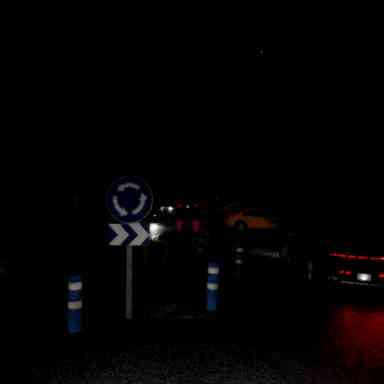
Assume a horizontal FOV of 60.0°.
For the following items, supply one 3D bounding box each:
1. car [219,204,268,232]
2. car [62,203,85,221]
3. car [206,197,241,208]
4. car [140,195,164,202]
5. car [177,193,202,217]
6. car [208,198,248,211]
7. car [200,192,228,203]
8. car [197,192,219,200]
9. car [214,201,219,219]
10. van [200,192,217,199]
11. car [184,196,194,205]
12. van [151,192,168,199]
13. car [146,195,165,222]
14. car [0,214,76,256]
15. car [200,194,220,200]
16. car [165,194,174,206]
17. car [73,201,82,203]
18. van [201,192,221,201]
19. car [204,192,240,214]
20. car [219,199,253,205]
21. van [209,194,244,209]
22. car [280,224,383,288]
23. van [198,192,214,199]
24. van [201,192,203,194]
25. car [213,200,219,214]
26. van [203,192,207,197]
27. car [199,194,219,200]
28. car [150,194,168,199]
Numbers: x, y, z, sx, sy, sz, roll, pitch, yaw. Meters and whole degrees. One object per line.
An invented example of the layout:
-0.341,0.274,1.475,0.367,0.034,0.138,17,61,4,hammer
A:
4.639,1.866,22.991,5.008,1.535,2.097,0,1,0,car
-8.481,1.861,25.560,4.792,1.488,2.163,0,1,0,car
4.523,1.528,47.920,4.792,1.488,2.163,0,1,0,car
-8.729,1.325,72.740,4.892,1.521,2.231,0,0,0,car
-0.391,1.441,34.156,2.150,2.045,5.566,0,1,0,car
4.500,1.605,42.255,4.792,1.488,2.163,0,1,0,car
4.350,1.103,67.174,5.566,2.045,2.435,0,0,0,car
4.232,0.979,86.690,5.566,2.045,2.435,0,0,0,car
4.582,1.814,28.408,4.792,1.488,2.163,0,1,0,car
4.361,0.986,89.462,4.442,1.987,1.878,0,0,0,van
-0.531,1.434,59.067,1.837,1.490,4.892,0,1,0,car
-8.969,0.974,92.171,4.442,1.987,1.878,0,0,0,van
-4.040,1.502,30.298,2.150,2.045,5.566,0,1,0,car
-6.926,1.733,12.577,1.837,1.490,4.892,-2,-3,27,car
4.293,1.306,81.026,4.674,1.452,2.002,0,0,0,car
-4.125,1.194,53.143,2.150,2.045,5.566,0,0,0,car
-8.463,1.790,28.336,5.008,1.535,2.097,0,1,0,car
4.427,1.057,78.381,4.442,1.987,1.878,0,0,0,van
4.573,1.366,39.482,5.566,2.045,2.435,0,1,0,car
4.659,1.698,25.761,4.553,1.767,2.185,0,1,0,car
4.627,1.308,45.146,4.442,1.987,1.878,0,1,0,van
4.053,1.705,9.849,1.837,1.490,4.892,4,-1,4,car
4.094,0.951,95.008,4.442,1.987,1.878,0,0,0,van
4.294,1.164,61.634,4.442,1.987,1.878,0,0,0,van
4.592,1.782,31.178,4.674,1.452,2.002,0,1,0,car
4.353,1.220,53.308,4.442,1.987,1.878,0,0,-1,van
4.273,1.248,83.797,5.008,1.535,2.097,0,0,0,car
-8.833,1.258,89.397,4.674,1.452,2.002,0,0,0,car
